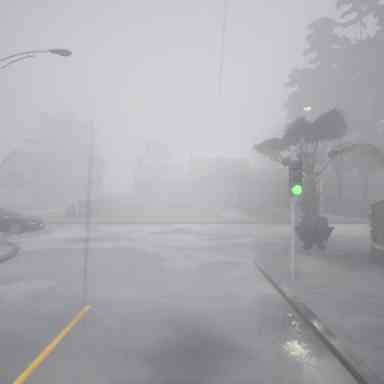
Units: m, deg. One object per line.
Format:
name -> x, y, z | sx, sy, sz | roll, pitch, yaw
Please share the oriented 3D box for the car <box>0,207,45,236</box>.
car -> -10.756, 1.594, 18.448 | 4.892, 1.490, 1.837 | 0, 0, 0
